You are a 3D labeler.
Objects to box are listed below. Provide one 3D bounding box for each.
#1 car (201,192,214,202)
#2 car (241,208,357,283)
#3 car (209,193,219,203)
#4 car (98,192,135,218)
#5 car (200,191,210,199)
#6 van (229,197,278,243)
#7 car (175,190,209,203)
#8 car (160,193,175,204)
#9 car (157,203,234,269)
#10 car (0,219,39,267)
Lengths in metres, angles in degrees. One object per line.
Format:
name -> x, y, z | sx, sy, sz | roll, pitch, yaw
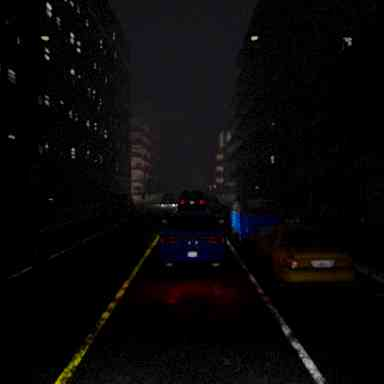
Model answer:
car -> 2.560, 0.814, 54.397 | 1.887, 1.381, 4.507 | -1, 1, 0
car -> 2.660, 1.398, 9.093 | 1.752, 1.417, 4.829 | -1, 1, 0
car -> 2.585, 0.969, 43.028 | 2.008, 1.369, 4.403 | -1, 1, 0
car -> -5.761, 0.962, 25.958 | 2.192, 1.841, 5.009 | -1, 1, 0
car -> 2.533, 0.562, 65.764 | 1.967, 1.590, 4.097 | -1, 1, 0
van -> 2.645, 1.138, 14.605 | 1.690, 1.788, 3.998 | -1, 1, 0
car -> 0.008, 0.847, 27.596 | 2.150, 2.045, 5.566 | 0, 1, 0
car -> -3.192, 0.912, 45.525 | 1.812, 1.442, 4.674 | 0, 1, 0
car -> 0.029, 1.330, 10.620 | 1.882, 1.535, 5.008 | 0, 1, 0
car -> -5.720, 1.443, 8.909 | 1.947, 1.339, 4.313 | -1, 1, 0
